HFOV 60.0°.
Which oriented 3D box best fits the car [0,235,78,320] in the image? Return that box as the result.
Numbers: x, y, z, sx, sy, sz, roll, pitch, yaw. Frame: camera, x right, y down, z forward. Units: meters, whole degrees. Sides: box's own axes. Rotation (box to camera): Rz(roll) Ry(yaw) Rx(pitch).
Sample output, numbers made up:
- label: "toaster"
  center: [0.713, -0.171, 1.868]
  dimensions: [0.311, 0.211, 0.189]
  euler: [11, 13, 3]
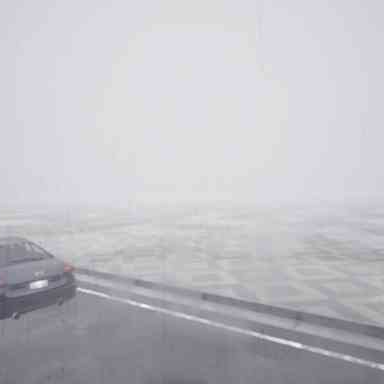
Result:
- label: "car"
  center: [-4.368, 1.646, 7.108]
  dimensions: [4.181, 1.385, 1.994]
  euler: [-1, 0, 35]
